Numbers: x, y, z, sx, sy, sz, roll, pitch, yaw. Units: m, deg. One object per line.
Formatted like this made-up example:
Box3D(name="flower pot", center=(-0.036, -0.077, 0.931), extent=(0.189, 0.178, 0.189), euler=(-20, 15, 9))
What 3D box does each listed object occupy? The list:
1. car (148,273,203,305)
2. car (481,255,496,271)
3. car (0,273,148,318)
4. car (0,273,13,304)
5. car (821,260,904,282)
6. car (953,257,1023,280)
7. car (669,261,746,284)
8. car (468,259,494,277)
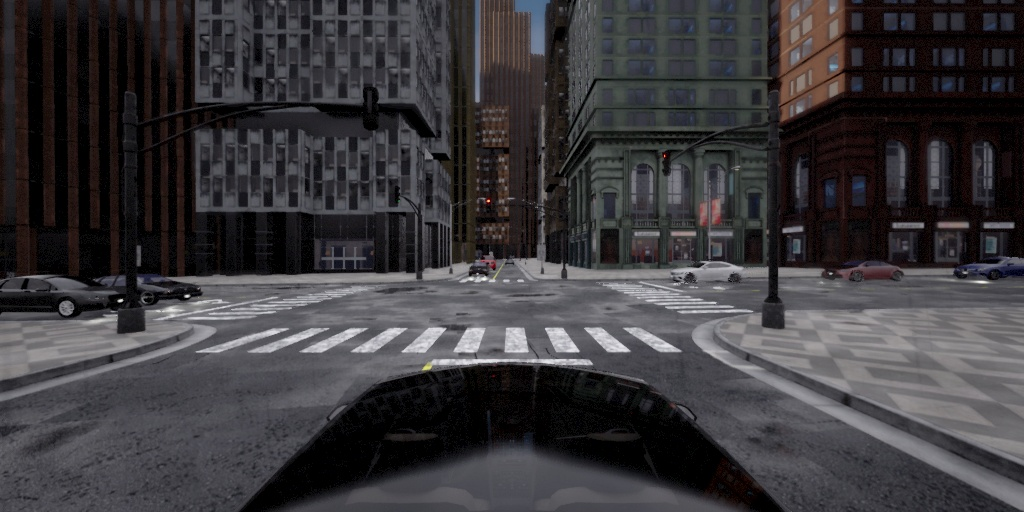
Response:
Box3D(name="car", center=(-17.863, 1.528, 17.023), extent=(5.357, 1.411, 2.033), euler=(-1, 0, 5))
Box3D(name="car", center=(-3.352, 0.942, 49.687), extent=(2.150, 2.045, 5.566), euler=(0, 0, 0))
Box3D(name="car", center=(-17.420, 1.495, 13.717), extent=(4.892, 1.490, 1.837), euler=(-1, 0, 0))
Box3D(name="car", center=(-27.349, 1.614, 16.942), extent=(4.892, 1.490, 1.837), euler=(-1, 0, 0))
Box3D(name="car", center=(23.146, 0.970, 23.780), extent=(4.181, 1.385, 1.994), euler=(-1, 0, 0))
Box3D(name="car", center=(32.381, 0.815, 23.800), extent=(4.674, 1.442, 1.812), euler=(-1, 0, -1))
Box3D(name="car", center=(12.917, 1.063, 23.758), extent=(4.674, 1.442, 1.812), euler=(-1, 0, 0))
Box3D(name="car", center=(-3.236, 1.287, 36.192), extent=(2.033, 1.411, 5.357), euler=(0, 0, 0))
